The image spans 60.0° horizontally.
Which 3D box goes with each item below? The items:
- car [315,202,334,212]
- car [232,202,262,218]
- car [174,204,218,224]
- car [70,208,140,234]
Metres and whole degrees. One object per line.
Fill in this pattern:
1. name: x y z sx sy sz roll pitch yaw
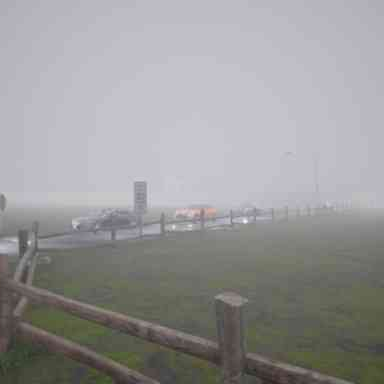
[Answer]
1. car: 21.859 2.402 54.842 2.097 1.767 4.553 -1 -1 37
2. car: 6.272 2.012 37.860 2.097 1.767 4.553 -1 -1 35
3. car: 0.407 1.829 29.575 2.097 1.767 4.553 -1 -1 35
4. car: -5.403 1.788 21.371 2.128 1.511 4.902 -1 -1 36
